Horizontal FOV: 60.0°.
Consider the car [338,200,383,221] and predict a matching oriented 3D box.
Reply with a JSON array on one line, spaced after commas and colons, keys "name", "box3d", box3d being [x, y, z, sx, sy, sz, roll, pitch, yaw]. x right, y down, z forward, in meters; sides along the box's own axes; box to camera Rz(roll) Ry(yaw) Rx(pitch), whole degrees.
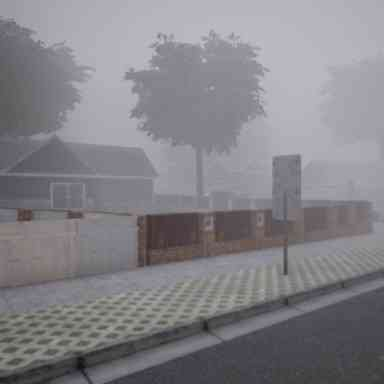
[{"name": "car", "box3d": [11.377, 1.321, 24.371, 1.812, 1.442, 4.674, 0, 1, -35]}]

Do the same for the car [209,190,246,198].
[{"name": "car", "box3d": [3.965, 0.859, 34.800, 2.150, 2.045, 5.566, 0, 2, -36]}]
